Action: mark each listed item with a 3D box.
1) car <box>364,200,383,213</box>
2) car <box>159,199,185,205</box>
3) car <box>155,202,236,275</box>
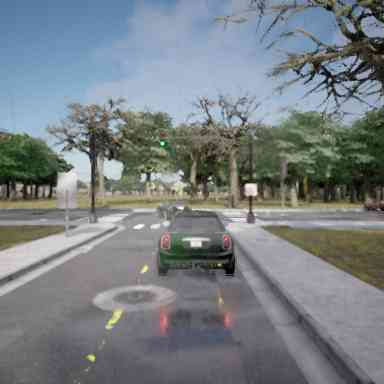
[{"bbox_3d":[21.887,1.540,37.093,5.008,1.535,1.882,0,0,0],"label":"car"},{"bbox_3d":[-1.655,1.382,28.347,2.097,1.767,4.553,0,0,-19],"label":"car"},{"bbox_3d":[0.110,1.361,10.665,2.097,1.767,4.553,0,0,0],"label":"car"}]
